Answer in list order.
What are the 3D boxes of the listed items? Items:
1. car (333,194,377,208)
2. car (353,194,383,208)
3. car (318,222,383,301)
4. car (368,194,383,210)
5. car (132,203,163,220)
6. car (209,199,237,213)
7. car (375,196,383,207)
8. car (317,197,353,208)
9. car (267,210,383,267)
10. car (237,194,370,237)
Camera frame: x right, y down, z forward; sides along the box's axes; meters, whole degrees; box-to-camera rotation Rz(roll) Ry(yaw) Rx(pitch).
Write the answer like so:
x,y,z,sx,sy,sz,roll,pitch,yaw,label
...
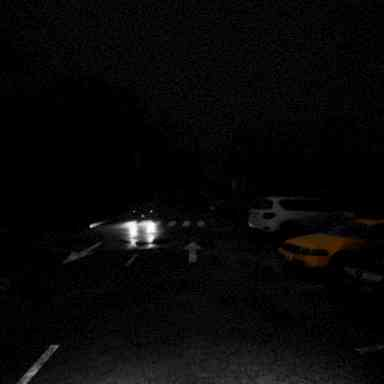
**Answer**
x,y,z,sx,sy,sz,roll,pitch,yaw,label
24.047,1.280,49.355,2.435,2.045,5.566,0,-1,-21,car
27.107,1.281,49.387,2.435,2.045,5.566,1,-1,-22,car
5.390,1.530,7.213,4.674,1.452,2.002,1,0,-20,car
18.400,1.263,32.220,2.435,2.045,5.566,0,1,-21,car
-3.786,1.622,28.955,1.895,1.301,4.718,0,0,5,car
4.031,1.502,35.814,5.008,1.535,1.882,0,-2,-40,car
30.103,1.409,49.511,2.185,1.767,4.553,1,-1,-21,car
21.024,1.560,49.277,2.163,1.488,4.792,0,-1,-21,car
5.212,1.486,10.154,5.366,1.575,1.946,1,0,-20,car
5.410,1.244,16.247,5.566,2.045,2.435,1,0,-20,car
